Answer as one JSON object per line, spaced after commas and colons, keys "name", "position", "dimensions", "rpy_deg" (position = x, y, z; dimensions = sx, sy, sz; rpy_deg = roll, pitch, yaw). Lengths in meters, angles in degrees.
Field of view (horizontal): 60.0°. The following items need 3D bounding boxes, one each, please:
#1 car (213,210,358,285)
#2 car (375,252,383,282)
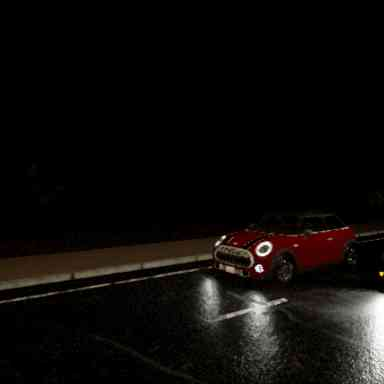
{"name": "car", "position": [2.787, 1.356, 9.664], "dimensions": [4.553, 1.767, 2.097], "rpy_deg": [0, 0, -35]}
{"name": "car", "position": [6.402, 1.569, 8.249], "dimensions": [4.181, 1.385, 1.994], "rpy_deg": [0, 0, -35]}
